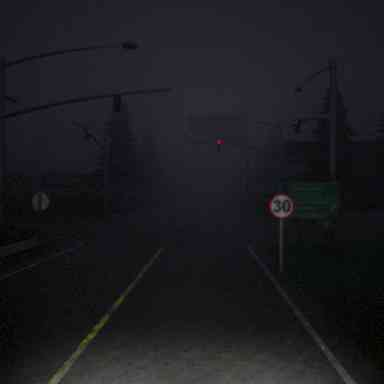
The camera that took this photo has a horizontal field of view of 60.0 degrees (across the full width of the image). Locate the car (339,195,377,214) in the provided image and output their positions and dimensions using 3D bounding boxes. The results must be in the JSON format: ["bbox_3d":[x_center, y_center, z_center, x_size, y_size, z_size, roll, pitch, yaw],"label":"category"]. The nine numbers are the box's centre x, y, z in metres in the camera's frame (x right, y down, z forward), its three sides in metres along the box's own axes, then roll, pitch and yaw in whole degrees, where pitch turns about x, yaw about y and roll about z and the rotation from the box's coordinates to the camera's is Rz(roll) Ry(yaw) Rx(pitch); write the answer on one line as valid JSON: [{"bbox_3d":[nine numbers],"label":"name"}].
[{"bbox_3d":[15.838,1.544,33.045,3.866,1.878,1.905,0,0,2],"label":"car"}]
